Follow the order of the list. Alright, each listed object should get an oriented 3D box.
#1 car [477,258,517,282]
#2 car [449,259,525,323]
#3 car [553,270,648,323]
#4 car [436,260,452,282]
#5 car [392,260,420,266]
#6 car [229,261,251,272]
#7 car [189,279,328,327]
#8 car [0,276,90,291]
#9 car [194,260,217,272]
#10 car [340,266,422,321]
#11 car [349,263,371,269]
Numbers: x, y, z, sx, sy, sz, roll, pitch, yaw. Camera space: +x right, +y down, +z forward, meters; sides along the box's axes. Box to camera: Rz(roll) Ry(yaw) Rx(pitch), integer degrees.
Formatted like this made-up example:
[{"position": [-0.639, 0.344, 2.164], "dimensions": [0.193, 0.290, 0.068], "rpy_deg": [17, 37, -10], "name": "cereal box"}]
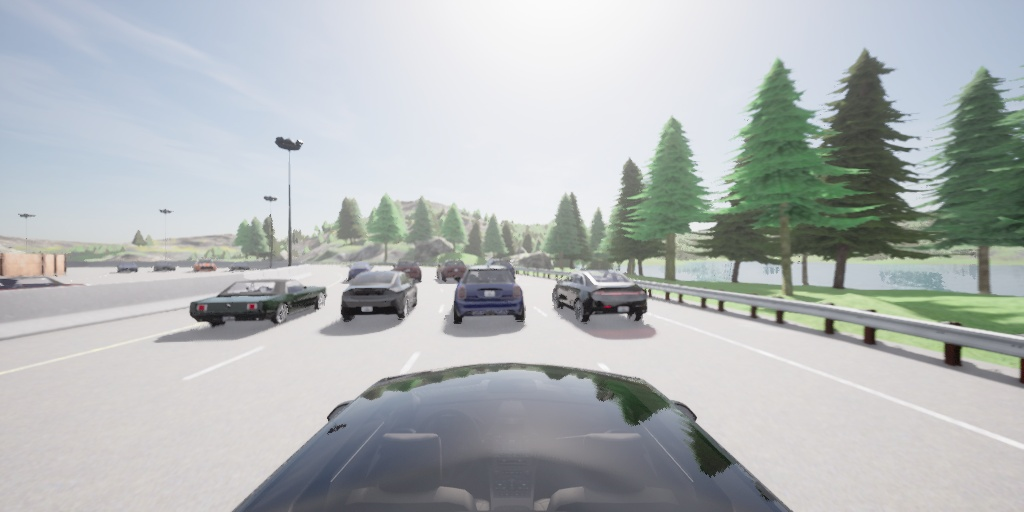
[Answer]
[{"position": [-1.335, 1.056, 29.605], "dimensions": [2.097, 1.767, 4.553], "rpy_deg": [0, 0, -18], "name": "car"}, {"position": [-0.897, 1.087, 12.278], "dimensions": [2.097, 1.767, 4.553], "rpy_deg": [0, 0, -7], "name": "car"}, {"position": [2.690, 1.206, 11.952], "dimensions": [2.128, 1.511, 4.902], "rpy_deg": [0, 0, -7], "name": "car"}, {"position": [-4.909, 1.077, 29.235], "dimensions": [2.097, 1.767, 4.553], "rpy_deg": [0, 0, -19], "name": "car"}, {"position": [-8.478, 1.099, 28.853], "dimensions": [2.097, 1.767, 4.553], "rpy_deg": [0, 0, -19], "name": "car"}, {"position": [-37.542, 1.447, 49.430], "dimensions": [1.994, 1.385, 4.181], "rpy_deg": [0, 0, -44], "name": "car"}, {"position": [-7.767, 1.377, 11.678], "dimensions": [1.895, 1.301, 4.718], "rpy_deg": [0, 0, -8], "name": "car"}, {"position": [-18.791, 1.439, 13.188], "dimensions": [1.895, 1.301, 4.718], "rpy_deg": [0, 0, -11], "name": "car"}, {"position": [-41.370, 1.268, 48.359], "dimensions": [4.553, 1.767, 2.097], "rpy_deg": [0, 0, 45], "name": "car"}, {"position": [-4.431, 1.259, 12.534], "dimensions": [1.837, 1.490, 4.892], "rpy_deg": [0, 0, -8], "name": "car"}, {"position": [-12.465, 1.295, 29.685], "dimensions": [1.812, 1.442, 4.674], "rpy_deg": [0, 0, -20], "name": "car"}]
